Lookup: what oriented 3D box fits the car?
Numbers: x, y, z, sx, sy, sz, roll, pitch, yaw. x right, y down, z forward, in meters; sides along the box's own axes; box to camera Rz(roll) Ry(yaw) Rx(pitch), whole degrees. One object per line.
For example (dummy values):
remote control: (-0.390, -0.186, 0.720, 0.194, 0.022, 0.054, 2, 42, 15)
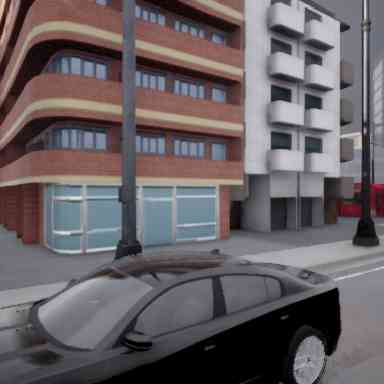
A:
car: (-0.387, 1.476, 3.712, 5.008, 1.535, 1.882, 0, 0, -34)
